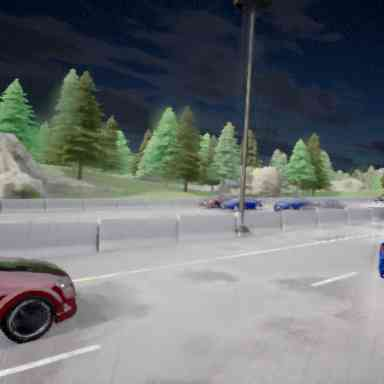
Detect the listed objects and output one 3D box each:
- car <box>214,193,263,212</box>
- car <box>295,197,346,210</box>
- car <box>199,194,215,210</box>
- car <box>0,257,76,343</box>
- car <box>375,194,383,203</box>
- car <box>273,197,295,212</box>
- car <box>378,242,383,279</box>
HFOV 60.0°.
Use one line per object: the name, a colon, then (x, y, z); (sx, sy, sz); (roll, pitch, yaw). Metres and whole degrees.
car: (5.034, 1.186, 33.816); (5.008, 1.535, 1.882); (0, 1, -37)
car: (12.119, 1.382, 30.413); (5.357, 1.411, 2.033); (0, 1, -37)
car: (2.964, 1.004, 36.632); (4.553, 1.767, 2.097); (0, 1, -37)
car: (-3.899, 1.455, 4.791); (4.181, 1.385, 1.994); (1, 1, -37)
car: (35.781, 1.142, 61.491); (4.553, 1.767, 2.097); (1, 1, -37)
car: (10.275, 1.256, 33.400); (5.008, 1.535, 1.882); (0, 1, -37)
car: (6.596, 1.487, 8.378); (5.008, 1.535, 1.882); (0, 1, -37)
